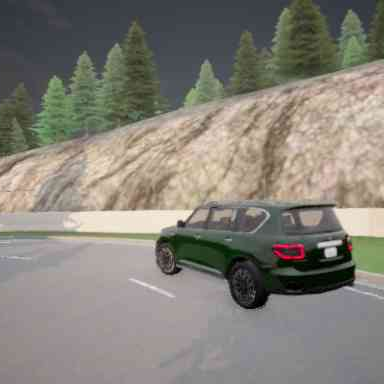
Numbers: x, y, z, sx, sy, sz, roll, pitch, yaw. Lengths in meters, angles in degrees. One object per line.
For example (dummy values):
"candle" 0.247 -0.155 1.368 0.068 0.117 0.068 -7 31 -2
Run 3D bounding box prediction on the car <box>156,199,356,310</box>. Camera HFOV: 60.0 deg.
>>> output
"car" 1.075 1.216 8.173 2.150 2.045 5.566 -1 -1 -31
